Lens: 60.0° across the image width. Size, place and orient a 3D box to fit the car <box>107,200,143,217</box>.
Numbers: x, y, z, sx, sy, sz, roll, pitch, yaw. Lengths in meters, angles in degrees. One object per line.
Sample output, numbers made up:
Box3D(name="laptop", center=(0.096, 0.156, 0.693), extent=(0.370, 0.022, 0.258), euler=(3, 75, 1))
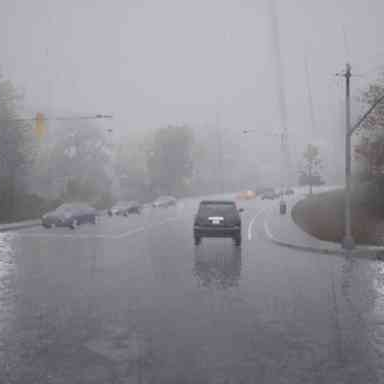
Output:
Box3D(name="car", center=(-6.384, 1.561, 32.169), extent=(2.128, 1.511, 4.902), euler=(0, 1, 14))

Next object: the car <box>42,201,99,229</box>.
Box3D(name="car", center=(-8.354, 1.527, 23.179), extent=(2.097, 1.767, 4.553), euler=(0, 0, 11))

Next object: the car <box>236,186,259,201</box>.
Box3D(name="car", center=(8.507, 0.406, 52.361), extent=(2.097, 1.767, 4.553), euler=(0, 3, 28))

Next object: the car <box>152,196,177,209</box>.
Box3D(name="car", center=(-3.418, 1.253, 41.989), extent=(2.128, 1.511, 4.902), euler=(0, 2, 18))

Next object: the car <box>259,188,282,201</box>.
Box3D(name="car", center=(12.137, 0.586, 51.802), extent=(1.895, 1.301, 4.718), euler=(0, 3, 28))

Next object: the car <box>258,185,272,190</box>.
Box3D(name="car", center=(13.425, -0.267, 61.368), extent=(2.150, 2.045, 5.566), euler=(0, 3, 32))

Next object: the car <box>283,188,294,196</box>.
Box3D(name="car", center=(17.095, -0.022, 60.662), extent=(2.033, 1.411, 5.357), euler=(0, 3, 32))

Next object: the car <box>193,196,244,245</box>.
Box3D(name="car", center=(1.411, 1.395, 16.819), extent=(2.150, 2.045, 5.566), euler=(0, 0, 8))
